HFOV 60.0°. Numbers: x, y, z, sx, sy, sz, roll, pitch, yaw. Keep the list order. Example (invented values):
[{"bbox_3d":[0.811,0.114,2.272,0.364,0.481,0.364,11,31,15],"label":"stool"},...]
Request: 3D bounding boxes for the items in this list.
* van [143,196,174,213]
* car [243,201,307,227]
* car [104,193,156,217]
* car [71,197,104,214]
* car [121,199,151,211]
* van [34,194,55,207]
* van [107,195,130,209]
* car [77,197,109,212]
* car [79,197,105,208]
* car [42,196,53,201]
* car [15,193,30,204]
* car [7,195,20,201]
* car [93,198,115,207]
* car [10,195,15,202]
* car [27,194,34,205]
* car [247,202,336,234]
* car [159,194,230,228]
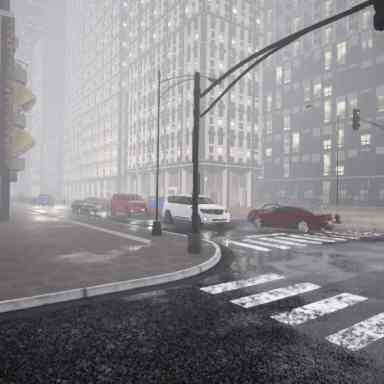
[{"bbox_3d":[-3.894,1.382,37.804,1.690,1.788,3.998,1,-1,-35],"label":"van"},{"bbox_3d":[5.878,1.505,23.960,1.967,1.590,4.097,1,-1,-35],"label":"car"},{"bbox_3d":[-5.686,1.155,30.310,2.150,2.045,5.566,1,-1,-35],"label":"car"},{"bbox_3d":[-10.743,1.427,32.970,2.008,1.369,4.403,1,-1,-35],"label":"car"},{"bbox_3d":[-7.155,1.584,42.416,2.008,1.369,4.403,1,-1,-35],"label":"car"},{"bbox_3d":[-20.512,1.197,46.815,1.690,1.788,3.998,1,-1,-35],"label":"van"},{"bbox_3d":[-10.409,1.368,47.033,1.690,1.788,3.998,1,-1,-35],"label":"van"},{"bbox_3d":[-11.534,1.411,38.604,2.128,1.511,4.902,1,-1,-35],"label":"car"},{"bbox_3d":[-14.532,1.463,48.294,2.128,1.511,4.902,1,-1,-35],"label":"car"},{"bbox_3d":[-36.476,1.570,83.946,1.802,1.307,4.206,1,-1,-35],"label":"car"},{"bbox_3d":[-30.285,1.155,60.659,2.192,1.841,5.009,1,-1,-35],"label":"car"},{"bbox_3d":[-40.062,1.377,74.500,2.008,1.369,4.403,1,-1,-35],"label":"car"},{"bbox_3d":[-13.672,1.586,51.645,1.947,1.339,4.313,1,-1,-35],"label":"car"},{"bbox_3d":[-36.805,1.396,69.886,1.947,1.339,4.313,1,-1,-35],"label":"car"},{"bbox_3d":[-23.774,1.432,51.427,1.802,1.307,4.206,1,-1,-35],"label":"car"},{"bbox_3d":[5.790,1.498,19.552,1.882,1.535,5.008,0,0,-40],"label":"car"},{"bbox_3d":[0.092,1.170,22.122,2.150,2.045,5.566,1,-1,-35],"label":"car"}]
